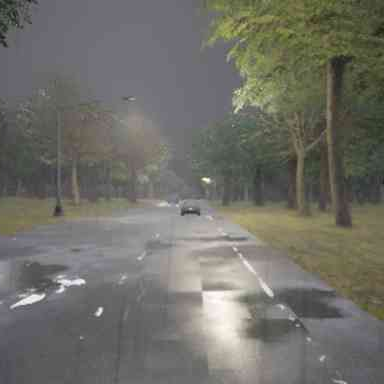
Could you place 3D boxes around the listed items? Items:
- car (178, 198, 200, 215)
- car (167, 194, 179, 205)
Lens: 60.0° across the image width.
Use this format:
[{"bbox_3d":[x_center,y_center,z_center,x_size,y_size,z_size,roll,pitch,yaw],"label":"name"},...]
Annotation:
[{"bbox_3d":[-0.141,1.638,34.879,1.994,1.385,4.181,0,0,0],"label":"car"},{"bbox_3d":[-3.713,1.455,66.454,2.150,2.045,5.566,0,0,0],"label":"car"}]
